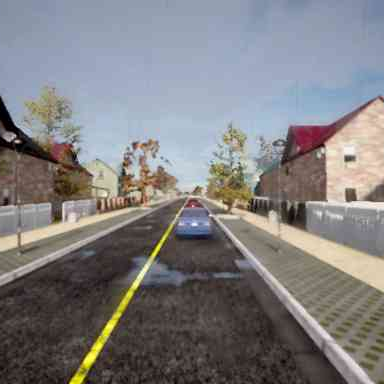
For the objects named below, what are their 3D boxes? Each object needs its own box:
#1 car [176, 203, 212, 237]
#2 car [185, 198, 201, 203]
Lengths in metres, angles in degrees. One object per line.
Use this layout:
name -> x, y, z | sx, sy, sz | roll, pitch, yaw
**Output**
car -> 0.115, 1.555, 17.974 | 2.033, 1.411, 5.357 | 0, 0, 0
car -> 0.135, 1.557, 42.602 | 1.812, 1.442, 4.674 | 0, 0, 0
